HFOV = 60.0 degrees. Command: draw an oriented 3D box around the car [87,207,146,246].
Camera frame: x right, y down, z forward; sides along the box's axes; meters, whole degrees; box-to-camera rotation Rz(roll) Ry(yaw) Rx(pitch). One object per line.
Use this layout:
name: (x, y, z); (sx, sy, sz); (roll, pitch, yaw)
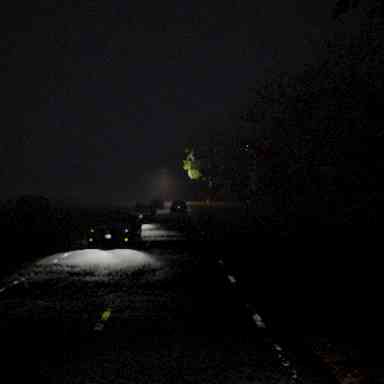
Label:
car: (-3.469, 1.634, 15.506); (1.994, 1.385, 4.181); (0, 0, -2)

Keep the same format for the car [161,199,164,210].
car: (-4.797, 1.667, 45.571); (1.882, 1.535, 5.008); (0, 0, -2)

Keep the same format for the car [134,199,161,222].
car: (-3.990, 1.610, 27.700); (2.128, 1.511, 4.902); (0, 0, -2)

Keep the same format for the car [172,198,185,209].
car: (-2.029, 1.682, 49.798); (1.882, 1.535, 5.008); (0, 0, -3)

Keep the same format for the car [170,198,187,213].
car: (-1.584, 1.730, 39.752); (1.994, 1.385, 4.181); (0, 0, -3)
